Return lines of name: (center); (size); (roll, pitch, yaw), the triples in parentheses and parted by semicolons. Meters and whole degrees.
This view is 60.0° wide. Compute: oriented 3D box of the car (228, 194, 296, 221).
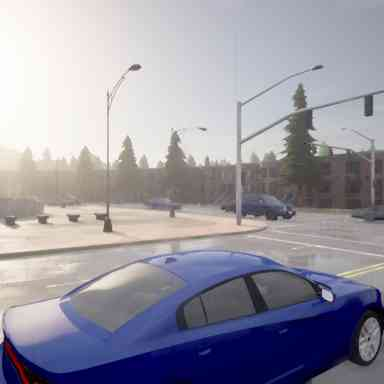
car: (5.895, 1.221, 27.645); (2.150, 2.045, 5.566); (0, 0, -36)

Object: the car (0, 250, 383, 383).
car: (0.445, 1.478, 4.113); (5.008, 1.535, 1.882); (0, 0, -35)

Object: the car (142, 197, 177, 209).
car: (-4.595, 1.478, 46.067); (5.008, 1.535, 1.882); (1, 1, 41)

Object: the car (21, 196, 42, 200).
car: (-29.901, 1.505, 60.665); (4.892, 1.490, 1.837); (0, 0, 5)

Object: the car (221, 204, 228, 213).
car: (5.184, 1.601, 34.530); (1.895, 1.301, 4.718); (0, 0, -37)

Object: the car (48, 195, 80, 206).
car: (-20.133, 1.564, 51.514); (4.181, 1.385, 1.994); (0, 0, 21)

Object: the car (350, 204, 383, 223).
car: (14.451, 1.547, 24.033); (5.357, 1.411, 2.033); (0, 0, 35)

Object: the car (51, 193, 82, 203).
car: (-21.189, 1.243, 55.669); (5.566, 2.045, 2.150); (0, 0, 16)

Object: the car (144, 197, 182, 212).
car: (-3.262, 1.478, 39.751); (1.882, 1.535, 5.008); (0, 0, -42)
